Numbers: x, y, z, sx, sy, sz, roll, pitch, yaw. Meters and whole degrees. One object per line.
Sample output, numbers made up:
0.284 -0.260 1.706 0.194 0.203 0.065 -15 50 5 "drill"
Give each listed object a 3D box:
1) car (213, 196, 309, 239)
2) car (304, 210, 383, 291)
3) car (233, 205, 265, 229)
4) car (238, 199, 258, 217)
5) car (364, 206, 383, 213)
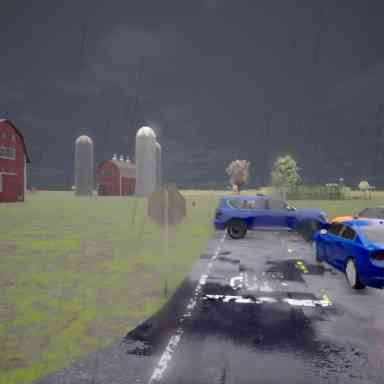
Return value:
3.822 1.219 16.441 5.566 2.045 2.150 0 0 11 "car"
4.721 1.480 8.985 1.882 1.535 5.008 0 0 5 "car"
3.863 1.601 22.685 1.895 1.301 4.718 0 0 9 "car"
5.528 1.502 32.991 1.837 1.490 4.892 0 0 9 "car"
8.090 1.369 14.211 2.097 1.767 4.553 0 0 -26 "car"
